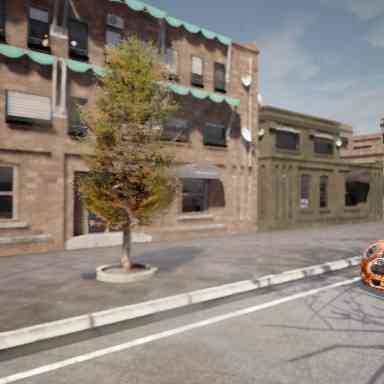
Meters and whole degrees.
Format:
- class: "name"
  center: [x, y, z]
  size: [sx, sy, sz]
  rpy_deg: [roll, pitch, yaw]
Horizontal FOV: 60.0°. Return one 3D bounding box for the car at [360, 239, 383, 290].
- class: "car"
  center: [6.053, 1.357, 7.996]
  size: [4.553, 1.767, 2.097]
  rpy_deg: [0, 0, -35]
